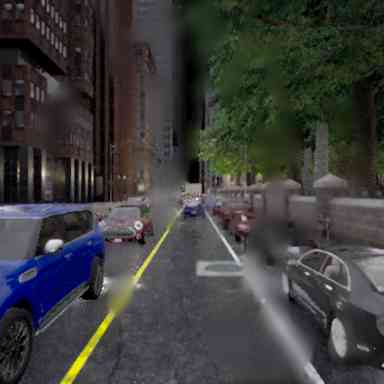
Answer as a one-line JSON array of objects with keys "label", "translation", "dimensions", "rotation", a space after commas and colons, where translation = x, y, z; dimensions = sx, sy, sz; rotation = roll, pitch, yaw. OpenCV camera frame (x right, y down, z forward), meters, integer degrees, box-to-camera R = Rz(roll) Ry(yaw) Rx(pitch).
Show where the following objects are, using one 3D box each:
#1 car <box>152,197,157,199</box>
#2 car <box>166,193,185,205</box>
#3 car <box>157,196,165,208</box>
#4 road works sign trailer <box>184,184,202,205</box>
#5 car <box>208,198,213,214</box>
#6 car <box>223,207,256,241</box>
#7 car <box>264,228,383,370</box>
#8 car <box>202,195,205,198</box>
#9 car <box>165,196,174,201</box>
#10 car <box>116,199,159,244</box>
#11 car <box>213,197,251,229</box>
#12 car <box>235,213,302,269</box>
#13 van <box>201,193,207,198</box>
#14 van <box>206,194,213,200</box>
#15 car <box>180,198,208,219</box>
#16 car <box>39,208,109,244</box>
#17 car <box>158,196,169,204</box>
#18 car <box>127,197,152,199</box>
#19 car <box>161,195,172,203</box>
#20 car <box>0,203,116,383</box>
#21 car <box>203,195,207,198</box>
[{"label": "car", "translation": [-5.645, 1.521, 38.871], "dimensions": [1.967, 1.590, 4.097], "rotation": [0, 0, 0]}, {"label": "car", "translation": [-2.842, 1.284, 59.886], "dimensions": [2.150, 2.045, 5.566], "rotation": [0, 0, 1]}, {"label": "car", "translation": [-5.609, 1.511, 49.920], "dimensions": [1.967, 1.590, 4.097], "rotation": [0, 0, 0]}, {"label": "road works sign trailer", "translation": [0.144, 0.540, 46.185], "dimensions": [2.380, 3.560, 2.880], "rotation": [0, 0, 0]}, {"label": "car", "translation": [2.862, 1.641, 33.331], "dimensions": [1.887, 1.381, 4.507], "rotation": [0, 0, 0]}, {"label": "car", "translation": [2.808, 1.655, 16.755], "dimensions": [1.802, 1.307, 4.206], "rotation": [0, 0, 0]}, {"label": "car", "translation": [2.772, 1.584, 5.703], "dimensions": [2.008, 1.369, 4.403], "rotation": [0, 0, 0]}, {"label": "car", "translation": [2.933, 1.661, 55.428], "dimensions": [1.802, 1.307, 4.206], "rotation": [0, 0, 0]}, {"label": "car", "translation": [-5.503, 1.578, 83.065], "dimensions": [1.947, 1.339, 4.313], "rotation": [0, 0, 0]}, {"label": "car", "translation": [-3.041, 1.414, 16.006], "dimensions": [2.097, 1.767, 4.553], "rotation": [0, 0, 0]}, {"label": "car", "translation": [2.826, 1.400, 22.280], "dimensions": [2.192, 1.841, 5.009], "rotation": [0, 0, 0]}, {"label": "car", "translation": [2.788, 1.621, 11.229], "dimensions": [1.947, 1.339, 4.313], "rotation": [0, 0, 0]}, {"label": "van", "translation": [2.952, 1.413, 60.952], "dimensions": [1.690, 1.788, 3.998], "rotation": [0, 0, 0]}, {"label": "van", "translation": [2.881, 1.435, 38.854], "dimensions": [1.690, 1.788, 3.998], "rotation": [0, 0, 0]}, {"label": "car", "translation": [0.190, 1.568, 30.411], "dimensions": [1.882, 1.535, 5.008], "rotation": [0, 0, 0]}, {"label": "car", "translation": [-5.718, 1.604, 16.772], "dimensions": [1.887, 1.381, 4.507], "rotation": [0, 0, 0]}, {"label": "car", "translation": [-5.557, 1.575, 66.323], "dimensions": [1.752, 1.417, 4.829], "rotation": [0, 0, 0]}, {"label": "car", "translation": [-5.663, 1.398, 33.348], "dimensions": [2.192, 1.841, 5.009], "rotation": [0, 0, 0]}, {"label": "car", "translation": [-5.538, 1.479, 72.018], "dimensions": [1.967, 1.590, 4.097], "rotation": [0, 0, 0]}, {"label": "car", "translation": [-3.083, 1.246, 5.621], "dimensions": [2.150, 2.045, 5.566], "rotation": [0, 0, 0]}, {"label": "car", "translation": [2.916, 1.610, 50.074], "dimensions": [1.752, 1.417, 4.829], "rotation": [0, 0, 0]}]
